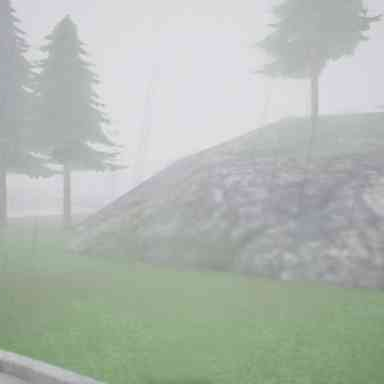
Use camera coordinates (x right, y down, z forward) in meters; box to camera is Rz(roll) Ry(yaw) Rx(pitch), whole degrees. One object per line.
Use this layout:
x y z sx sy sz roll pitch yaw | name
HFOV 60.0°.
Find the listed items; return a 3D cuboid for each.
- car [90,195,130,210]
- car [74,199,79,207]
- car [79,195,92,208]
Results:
-9.999 1.415 41.987 1.812 1.442 4.674 0 0 41 | car
-14.422 1.241 47.562 2.097 1.767 4.553 0 0 41 | car
-12.143 1.393 44.857 1.837 1.490 4.892 0 0 41 | car
